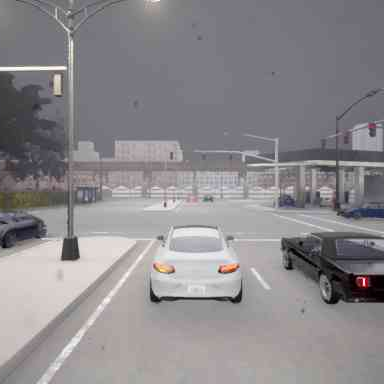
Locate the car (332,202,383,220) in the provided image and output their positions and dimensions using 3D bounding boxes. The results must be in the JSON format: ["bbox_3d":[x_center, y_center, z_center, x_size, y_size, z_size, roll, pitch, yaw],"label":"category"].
[{"bbox_3d":[14.884,1.545,27.469,5.357,1.411,2.033,0,0,-1],"label":"car"}]

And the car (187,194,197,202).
[{"bbox_3d":[0.006,1.250,72.260,2.097,1.767,4.553,0,0,0],"label":"car"}]

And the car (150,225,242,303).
[{"bbox_3d":[0.083,1.517,8.073,1.812,1.442,4.674,0,0,0],"label":"car"}]

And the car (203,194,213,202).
[{"bbox_3d":[3.506,1.257,72.261,2.097,1.767,4.553,0,0,0],"label":"car"}]

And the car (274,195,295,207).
[{"bbox_3d":[13.215,1.262,47.615,2.242,1.667,4.611,0,0,0],"label":"car"}]

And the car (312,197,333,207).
[{"bbox_3d":[18.960,1.435,48.377,1.970,1.475,3.806,0,0,0],"label":"car"}]

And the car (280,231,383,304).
[{"bbox_3d":[3.588,1.599,8.057,1.895,1.301,4.718,0,0,0],"label":"car"}]

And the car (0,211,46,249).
[{"bbox_3d":[-8.026,1.529,14.264,1.994,1.385,4.181,0,0,2],"label":"car"}]
